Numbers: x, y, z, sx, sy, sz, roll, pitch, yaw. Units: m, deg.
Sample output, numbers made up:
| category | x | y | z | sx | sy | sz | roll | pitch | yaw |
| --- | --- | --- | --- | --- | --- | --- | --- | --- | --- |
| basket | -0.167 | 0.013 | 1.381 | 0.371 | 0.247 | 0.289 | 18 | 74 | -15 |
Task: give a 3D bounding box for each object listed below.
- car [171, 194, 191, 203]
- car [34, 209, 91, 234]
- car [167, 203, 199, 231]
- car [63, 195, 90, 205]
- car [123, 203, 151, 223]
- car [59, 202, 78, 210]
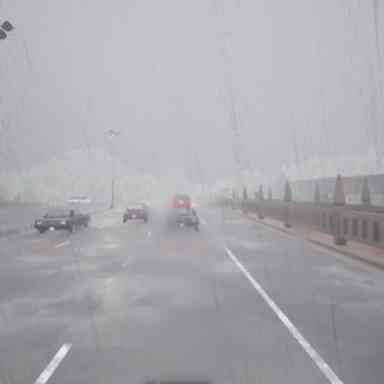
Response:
| category | x | y | z | sx | sy | sz | roll | pitch | yaw |
| --- | --- | --- | --- | --- | --- | --- | --- | --- | --- |
| car | -1.266 | 1.291 | 39.496 | 2.150 | 2.045 | 5.566 | 0 | 0 | -2 |
| car | -7.550 | 1.683 | 19.959 | 1.895 | 1.301 | 4.718 | 0 | 0 | -2 |
| car | -0.587 | 1.636 | 21.094 | 1.895 | 1.301 | 4.718 | 0 | 0 | -2 |
| car | -15.682 | 1.435 | 45.787 | 2.150 | 2.045 | 5.566 | 0 | -1 | -2 |
| car | -4.285 | 1.595 | 26.420 | 1.812 | 1.442 | 4.674 | 0 | 0 | -2 |
| car | -23.234 | 2.647 | 62.784 | 1.812 | 1.442 | 4.674 | 0 | -4 | -2 |
